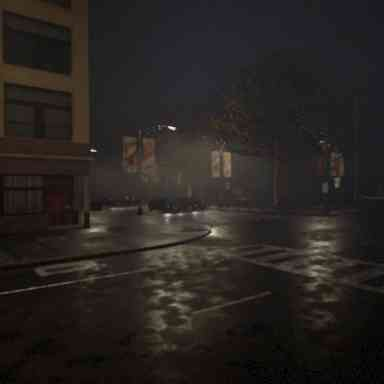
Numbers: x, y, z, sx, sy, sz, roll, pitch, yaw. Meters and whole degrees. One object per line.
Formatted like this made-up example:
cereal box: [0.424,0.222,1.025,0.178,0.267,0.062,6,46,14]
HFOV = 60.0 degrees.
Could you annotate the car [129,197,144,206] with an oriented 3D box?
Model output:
car: [-9.119,1.366,49.072,1.895,1.301,4.718,-1,0,-35]

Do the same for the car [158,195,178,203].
car: [-4.537,1.200,62.433,1.994,1.385,4.181,-1,0,-36]

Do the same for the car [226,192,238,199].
car: [8.620,0.832,77.218,2.161,1.482,4.786,-1,0,-36]

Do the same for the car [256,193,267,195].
car: [18.272,0.751,83.667,1.895,1.301,4.718,-1,0,-36]

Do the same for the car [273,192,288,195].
car: [19.096,0.692,69.734,2.002,1.452,4.674,-1,0,-36]

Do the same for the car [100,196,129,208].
car: [-11.067,1.296,45.756,2.128,1.511,4.902,-1,0,-35]

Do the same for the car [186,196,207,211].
car: [-0.345,1.270,36.754,1.837,1.490,4.892,-1,0,-36]

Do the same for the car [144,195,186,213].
car: [-2.914,1.330,34.323,1.812,1.442,4.674,-1,0,-35]
